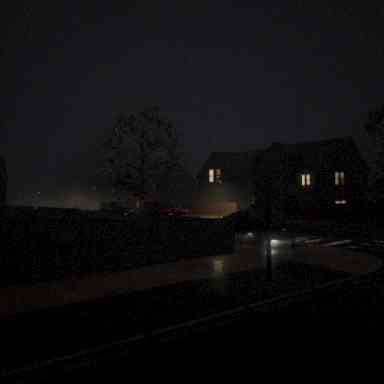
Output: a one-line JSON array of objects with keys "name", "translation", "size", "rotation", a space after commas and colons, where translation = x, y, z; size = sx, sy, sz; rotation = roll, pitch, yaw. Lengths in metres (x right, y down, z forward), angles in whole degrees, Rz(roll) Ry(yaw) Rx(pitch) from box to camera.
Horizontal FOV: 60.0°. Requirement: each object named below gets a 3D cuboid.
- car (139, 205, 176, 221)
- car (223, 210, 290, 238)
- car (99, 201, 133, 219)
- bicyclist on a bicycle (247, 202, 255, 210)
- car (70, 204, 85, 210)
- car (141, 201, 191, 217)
[{"name": "car", "translation": [-3.765, 2.184, 35.493], "size": [1.812, 1.442, 4.674], "rotation": [-1, -1, -36]}, {"name": "car", "translation": [3.654, 1.831, 20.036], "size": [1.812, 1.442, 4.674], "rotation": [-1, -1, -36]}, {"name": "car", "translation": [-8.560, 2.025, 37.136], "size": [2.150, 2.045, 5.566], "rotation": [-1, -1, -35]}, {"name": "bicyclist on a bicycle", "translation": [5.148, 1.646, 28.003], "size": [1.656, 1.620, 0.582], "rotation": [-1, 0, -36]}, {"name": "car", "translation": [-20.165, 2.855, 58.440], "size": [1.812, 1.442, 4.674], "rotation": [-1, -1, -36]}, {"name": "car", "translation": [-2.359, 1.772, 28.448], "size": [2.150, 2.045, 5.566], "rotation": [-1, -1, -35]}]
